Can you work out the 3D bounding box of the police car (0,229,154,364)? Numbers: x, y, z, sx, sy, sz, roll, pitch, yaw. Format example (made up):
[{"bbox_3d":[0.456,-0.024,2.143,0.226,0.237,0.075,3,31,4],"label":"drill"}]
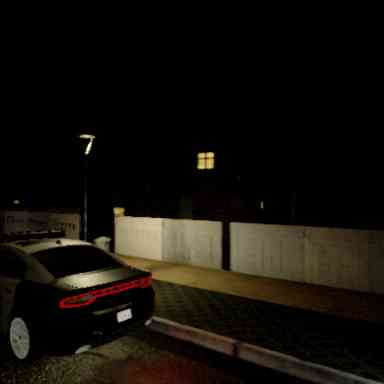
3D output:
[{"bbox_3d":[-3.014,1.535,6.185,5.238,1.638,1.930,-1,-1,37],"label":"police car"}]
